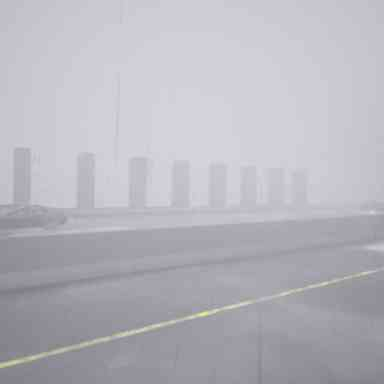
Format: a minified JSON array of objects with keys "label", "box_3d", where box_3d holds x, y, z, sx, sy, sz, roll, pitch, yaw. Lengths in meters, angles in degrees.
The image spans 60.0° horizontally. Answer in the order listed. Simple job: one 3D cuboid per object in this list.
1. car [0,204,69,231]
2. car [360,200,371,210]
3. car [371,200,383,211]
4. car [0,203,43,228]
[{"label":"car","box_3d":[-9.536,1.464,18.670,4.902,1.511,2.128,1,0,-35]},{"label":"car","box_3d":[26.441,1.882,48.706,4.674,1.442,1.812,1,0,-36]},{"label":"car","box_3d":[26.485,1.837,44.391,4.902,1.511,2.128,1,0,-36]},{"label":"car","box_3d":[-12.158,1.484,21.106,4.674,1.442,1.812,0,0,-35]}]
